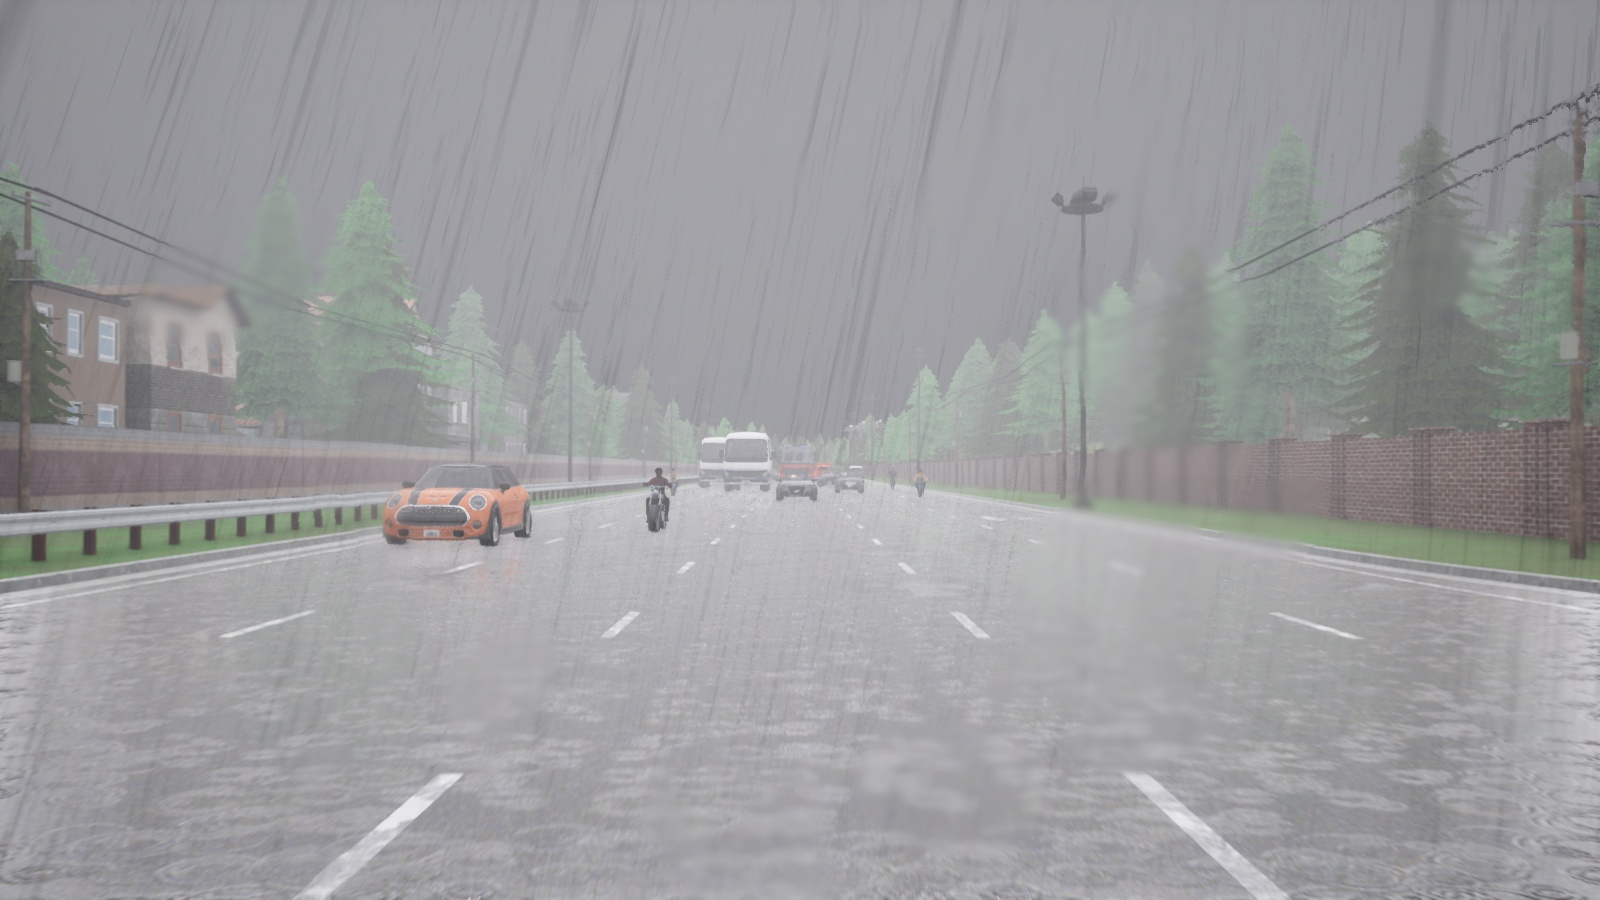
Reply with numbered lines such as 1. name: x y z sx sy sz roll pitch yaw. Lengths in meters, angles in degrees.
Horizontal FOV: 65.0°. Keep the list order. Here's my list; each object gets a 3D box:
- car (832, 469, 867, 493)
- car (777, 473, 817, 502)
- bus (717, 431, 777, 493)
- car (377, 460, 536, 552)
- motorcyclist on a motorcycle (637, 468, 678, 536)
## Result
1. car: 3.301 2.065 84.210 2.128 1.511 4.902 0 -1 0
2. car: -0.150 1.868 63.720 1.994 1.385 4.181 0 -1 0
3. bus: -3.735 0.876 91.708 3.944 4.253 10.273 0 -1 0
4. car: -7.063 1.109 26.336 2.097 1.767 4.553 0 -1 0
5. motorcyclist on a motorcycle: -3.575 1.270 31.710 0.766 1.649 2.350 0 -1 0
